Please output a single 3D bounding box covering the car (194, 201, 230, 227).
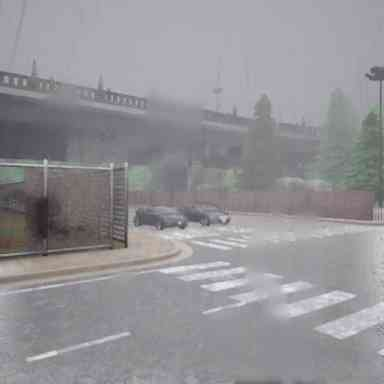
[{"bbox_3d":[0.677,1.597,23.675,2.128,1.511,4.902,0,0,-36],"label":"car"}]

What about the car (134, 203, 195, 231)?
[{"bbox_3d":[-2.121,1.598,21.563,1.837,1.490,4.892,0,0,-35],"label":"car"}]

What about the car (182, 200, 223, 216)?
[{"bbox_3d":[1.011,1.692,35.429,1.837,1.490,4.892,2,-2,-35],"label":"car"}]
